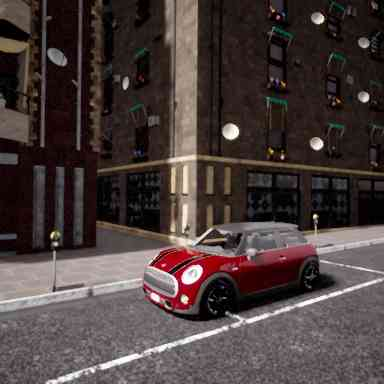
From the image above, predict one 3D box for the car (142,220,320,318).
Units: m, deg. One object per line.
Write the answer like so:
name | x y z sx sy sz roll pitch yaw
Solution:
car | 0.944 1.439 7.357 4.097 1.590 1.967 0 1 -35
